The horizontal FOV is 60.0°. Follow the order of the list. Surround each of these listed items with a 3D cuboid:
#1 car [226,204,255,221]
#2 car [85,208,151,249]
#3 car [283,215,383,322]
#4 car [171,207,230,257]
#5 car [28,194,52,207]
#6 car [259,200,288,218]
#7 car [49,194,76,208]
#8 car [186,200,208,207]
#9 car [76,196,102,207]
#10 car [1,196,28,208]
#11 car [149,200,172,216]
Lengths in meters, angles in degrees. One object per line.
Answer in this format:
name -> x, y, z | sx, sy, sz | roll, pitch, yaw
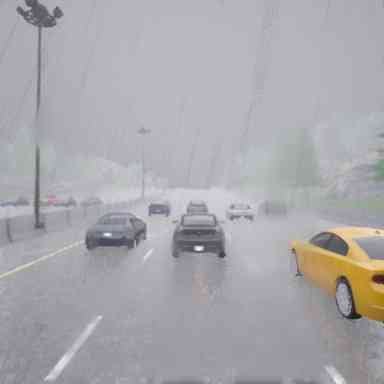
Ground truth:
car -> 3.939, 1.647, 27.929 | 1.895, 1.301, 4.718 | 0, 0, 1
car -> -3.220, 1.613, 14.793 | 1.994, 1.385, 4.181 | 0, 0, 1
car -> 3.692, 1.535, 7.445 | 1.882, 1.535, 5.008 | 0, 0, 1
car -> 0.259, 1.567, 13.248 | 1.837, 1.490, 4.892 | 0, 0, 1
car -> -20.493, 1.130, 46.831 | 2.097, 1.767, 4.553 | 0, 1, 1
car -> 7.478, 1.548, 30.895 | 1.837, 1.490, 4.892 | 0, 1, 1
car -> -17.027, 1.341, 44.917 | 1.812, 1.442, 4.674 | 0, 1, 1
car -> 0.477, 1.508, 30.871 | 2.128, 1.511, 4.902 | 0, 0, 1
car -> -13.530, 1.333, 44.860 | 1.837, 1.490, 4.892 | 0, 1, 1
car -> -24.014, 1.309, 45.421 | 1.812, 1.442, 4.674 | 0, 1, 1
car -> -3.007, 1.471, 32.102 | 1.882, 1.535, 5.008 | 0, 1, 1
